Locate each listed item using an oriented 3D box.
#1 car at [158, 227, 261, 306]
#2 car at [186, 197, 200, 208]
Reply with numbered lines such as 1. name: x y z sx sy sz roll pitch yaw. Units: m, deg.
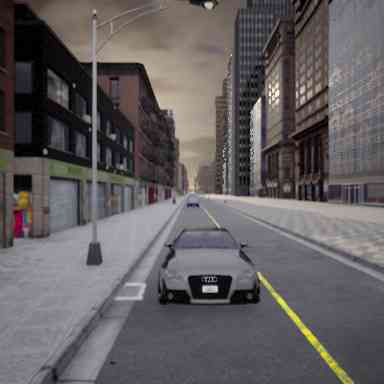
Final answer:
1. car: 0.324 1.563 7.976 1.994 1.385 4.181 0 0 0
2. car: 0.135 1.481 47.134 1.882 1.535 5.008 0 0 0
